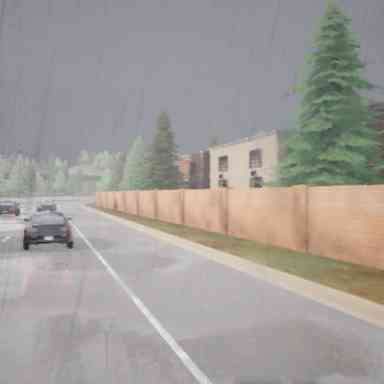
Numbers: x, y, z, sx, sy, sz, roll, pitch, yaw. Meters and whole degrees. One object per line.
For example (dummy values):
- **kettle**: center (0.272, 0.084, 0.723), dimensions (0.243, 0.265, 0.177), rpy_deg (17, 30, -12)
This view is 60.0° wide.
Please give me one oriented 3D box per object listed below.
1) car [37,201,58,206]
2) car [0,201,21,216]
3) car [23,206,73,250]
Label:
- **car**: center (-14.871, 1.637, 34.192), dimensions (1.812, 1.442, 4.674), rpy_deg (1, 0, -24)
- **car**: center (-18.172, 1.609, 33.009), dimensions (1.812, 1.442, 4.674), rpy_deg (1, 0, -24)
- **car**: center (-6.312, 1.574, 14.657), dimensions (1.812, 1.442, 4.674), rpy_deg (1, 0, -24)
